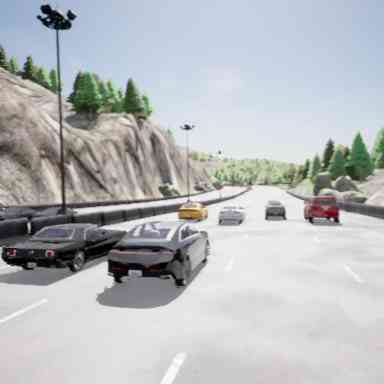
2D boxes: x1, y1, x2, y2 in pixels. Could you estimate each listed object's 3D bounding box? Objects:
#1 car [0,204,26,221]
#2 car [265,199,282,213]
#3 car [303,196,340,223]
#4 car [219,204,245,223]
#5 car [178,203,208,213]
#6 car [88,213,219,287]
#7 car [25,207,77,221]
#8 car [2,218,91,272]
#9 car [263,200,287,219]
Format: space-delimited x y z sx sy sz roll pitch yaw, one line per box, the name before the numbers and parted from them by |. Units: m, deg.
car | -14.724 1.951 27.833 1.994 1.385 4.181 -1 -1 13
car | 10.182 1.742 41.731 1.882 1.535 5.008 -1 0 13
car | 10.412 1.355 26.997 2.150 2.045 5.566 -1 -1 13
car | 3.276 1.731 27.172 1.812 1.442 4.674 -1 -1 13
car | 0.159 1.732 29.251 1.882 1.535 5.008 -1 -1 13
car | -0.709 1.584 9.685 2.128 1.511 4.902 -1 -1 13
car | -11.223 1.914 27.443 1.994 1.385 4.181 -1 -1 13
car | -3.916 1.739 11.358 1.895 1.301 4.718 -1 -1 13
car | 7.695 1.686 30.813 2.128 1.511 4.902 -1 0 13
